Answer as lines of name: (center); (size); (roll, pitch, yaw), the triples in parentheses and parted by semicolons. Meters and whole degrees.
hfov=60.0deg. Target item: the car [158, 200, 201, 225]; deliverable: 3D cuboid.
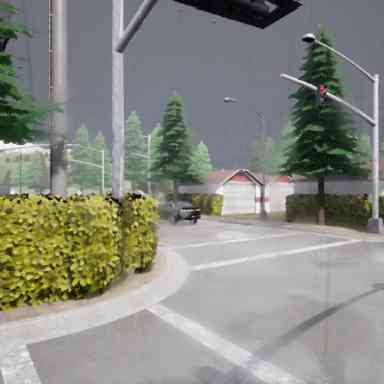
car: (-1.361, 1.319, 22.494); (2.128, 1.511, 4.902); (0, 1, -36)
